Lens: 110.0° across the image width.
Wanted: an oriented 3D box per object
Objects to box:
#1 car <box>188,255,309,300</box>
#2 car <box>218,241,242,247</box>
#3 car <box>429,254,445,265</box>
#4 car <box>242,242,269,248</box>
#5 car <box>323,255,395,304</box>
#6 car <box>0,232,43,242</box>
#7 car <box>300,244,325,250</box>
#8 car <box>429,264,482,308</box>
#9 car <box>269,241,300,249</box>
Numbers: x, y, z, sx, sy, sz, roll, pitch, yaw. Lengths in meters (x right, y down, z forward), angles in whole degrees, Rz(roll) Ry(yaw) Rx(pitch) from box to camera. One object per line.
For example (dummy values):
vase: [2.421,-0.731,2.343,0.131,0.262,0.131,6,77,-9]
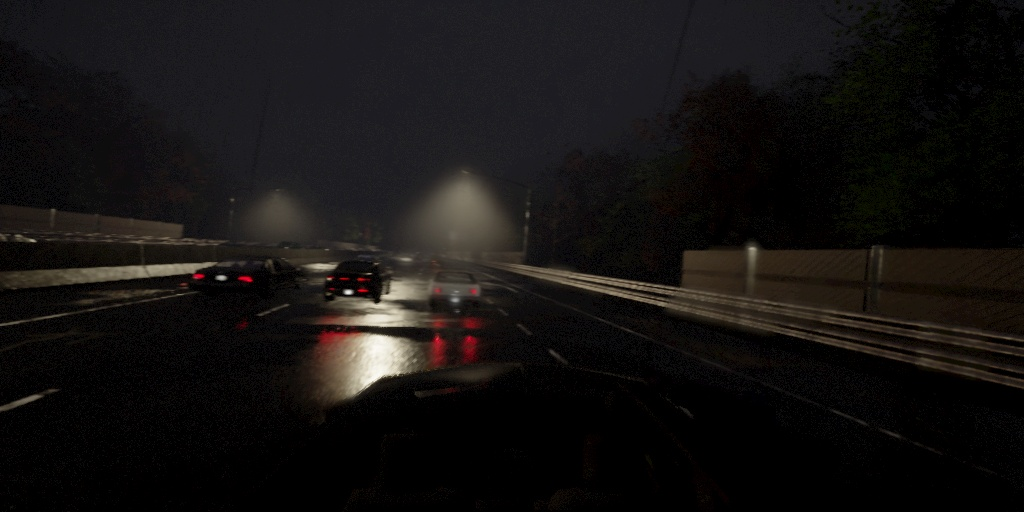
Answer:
car: [-9.226,0.677,13.131,2.033,1.411,5.357,4,0,-13]
car: [-39.325,-1.380,50.600,2.128,1.511,4.902,5,0,-13]
car: [-10.349,0.836,49.213,1.837,1.490,4.892,4,0,-13]
car: [-35.943,-1.125,51.450,2.128,1.511,4.902,4,0,-12]
car: [-5.852,0.903,14.046,1.837,1.490,4.892,4,0,-13]
car: [-20.087,-0.213,13.287,2.128,1.511,4.902,4,0,-13]
car: [-29.168,-0.721,53.168,2.097,1.767,4.553,4,-1,-13]
car: [-2.494,1.263,14.973,1.895,1.301,4.718,4,0,-13]
car: [-32.505,-1.099,52.156,2.150,2.045,5.566,5,0,-13]
